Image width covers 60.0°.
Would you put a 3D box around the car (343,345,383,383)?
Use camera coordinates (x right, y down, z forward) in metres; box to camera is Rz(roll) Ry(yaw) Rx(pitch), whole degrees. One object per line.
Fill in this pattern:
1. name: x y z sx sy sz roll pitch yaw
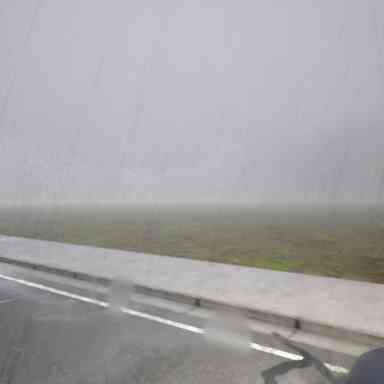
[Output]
1. car: 2.837 1.545 1.541 4.181 1.385 1.994 -1 0 35
